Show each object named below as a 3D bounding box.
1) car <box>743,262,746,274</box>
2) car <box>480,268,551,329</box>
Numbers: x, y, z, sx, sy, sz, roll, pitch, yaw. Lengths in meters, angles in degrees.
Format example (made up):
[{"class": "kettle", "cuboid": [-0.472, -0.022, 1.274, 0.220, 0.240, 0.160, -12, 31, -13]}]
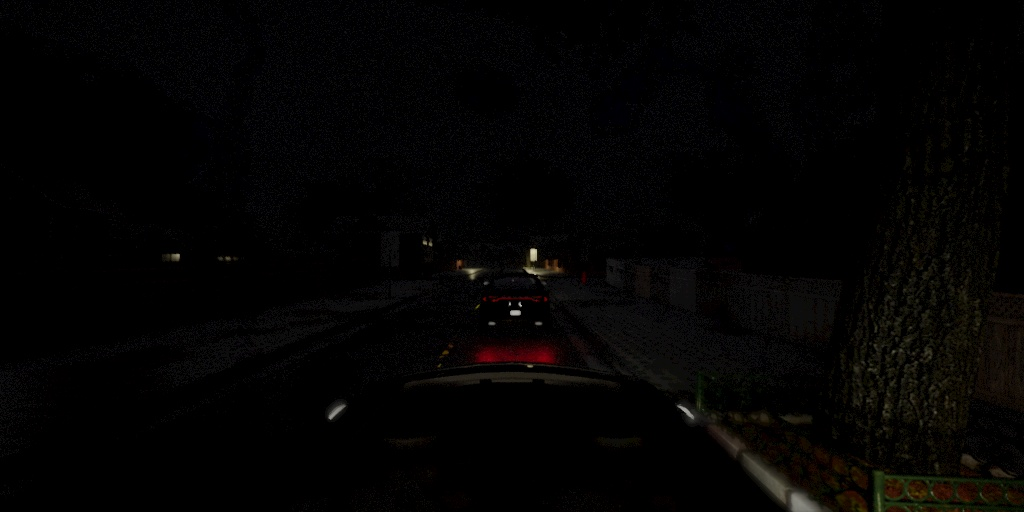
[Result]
[{"class": "car", "cuboid": [22.065, 1.070, 32.315, 5.008, 1.535, 1.882, -1, -2, 1]}, {"class": "car", "cuboid": [0.095, 1.243, 11.326, 1.882, 1.535, 5.008, 0, 0, 0]}]
